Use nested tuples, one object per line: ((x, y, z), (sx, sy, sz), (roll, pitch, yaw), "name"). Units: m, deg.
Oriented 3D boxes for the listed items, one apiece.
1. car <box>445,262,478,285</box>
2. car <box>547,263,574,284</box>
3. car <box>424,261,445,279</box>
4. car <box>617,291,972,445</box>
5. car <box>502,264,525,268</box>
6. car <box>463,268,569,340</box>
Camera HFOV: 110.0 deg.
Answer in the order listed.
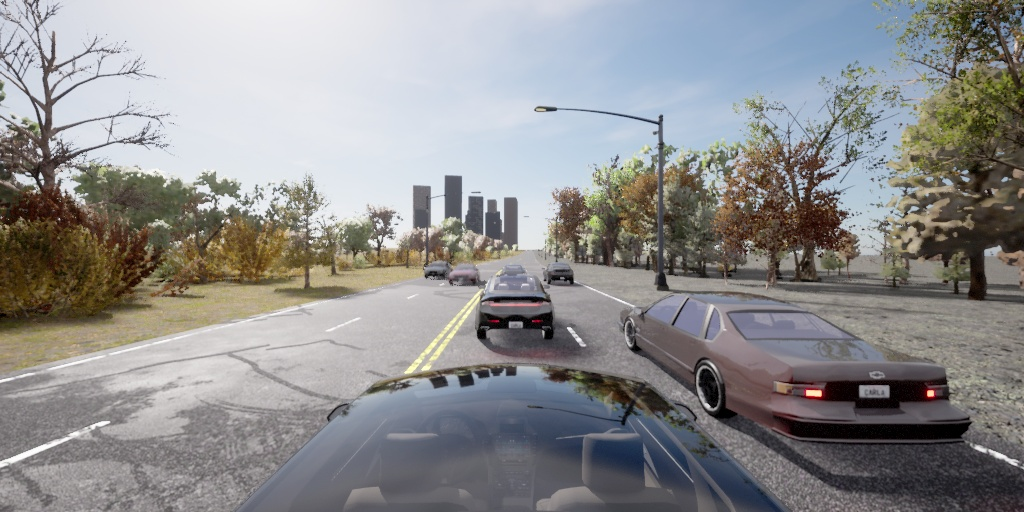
((-3.351, 1.273, 25.957), (1.812, 1.442, 4.674), (0, 0, 0), "car")
((3.357, 1.244, 26.439), (1.837, 1.490, 4.892), (-1, 0, 0), "car")
((-6.549, 1.244, 32.258), (1.837, 1.490, 4.892), (0, 0, 1), "car")
((3.343, 1.284, 5.824), (2.033, 1.411, 5.357), (0, 0, 0), "car")
((0.108, 1.310, 26.760), (1.994, 1.385, 4.181), (0, 0, 0), "car")
((0.068, 1.246, 10.011), (2.128, 1.511, 4.902), (0, 0, 0), "car")
